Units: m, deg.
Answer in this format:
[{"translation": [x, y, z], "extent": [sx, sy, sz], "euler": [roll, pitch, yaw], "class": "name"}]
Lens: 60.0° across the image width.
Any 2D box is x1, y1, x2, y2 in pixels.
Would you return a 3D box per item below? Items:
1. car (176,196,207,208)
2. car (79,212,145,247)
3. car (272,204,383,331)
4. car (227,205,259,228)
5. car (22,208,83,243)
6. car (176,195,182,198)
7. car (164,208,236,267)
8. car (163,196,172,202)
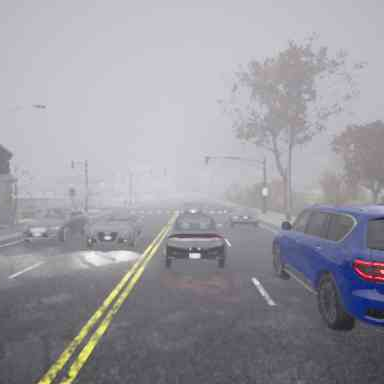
[{"translation": [0.090, 1.458, 26.005], "extent": [2.097, 1.767, 4.553], "euler": [0, 0, 0], "class": "car"}, {"translation": [-3.346, 1.629, 15.156], "extent": [1.994, 1.385, 4.181], "euler": [0, 0, 0], "class": "car"}, {"translation": [3.322, 1.254, 7.068], "extent": [2.150, 2.045, 5.566], "euler": [0, 0, 0], "class": "car"}, {"translation": [3.336, 1.643, 23.203], "extent": [2.033, 1.411, 5.357], "euler": [0, 0, 0], "class": "car"}, {"translation": [-6.595, 1.563, 16.635], "extent": [2.128, 1.511, 4.902], "euler": [0, 0, 0], "class": "car"}, {"translation": [-3.234, 1.643, 89.414], "extent": [2.097, 1.767, 4.553], "euler": [0, 0, 0], "class": "car"}, {"translation": [0.090, 1.543, 11.575], "extent": [2.128, 1.511, 4.902], "euler": [0, 0, 0], "class": "car"}, {"translation": [-6.484, 1.812, 89.383], "extent": [1.812, 1.442, 4.674], "euler": [0, 0, 0], "class": "car"}]
